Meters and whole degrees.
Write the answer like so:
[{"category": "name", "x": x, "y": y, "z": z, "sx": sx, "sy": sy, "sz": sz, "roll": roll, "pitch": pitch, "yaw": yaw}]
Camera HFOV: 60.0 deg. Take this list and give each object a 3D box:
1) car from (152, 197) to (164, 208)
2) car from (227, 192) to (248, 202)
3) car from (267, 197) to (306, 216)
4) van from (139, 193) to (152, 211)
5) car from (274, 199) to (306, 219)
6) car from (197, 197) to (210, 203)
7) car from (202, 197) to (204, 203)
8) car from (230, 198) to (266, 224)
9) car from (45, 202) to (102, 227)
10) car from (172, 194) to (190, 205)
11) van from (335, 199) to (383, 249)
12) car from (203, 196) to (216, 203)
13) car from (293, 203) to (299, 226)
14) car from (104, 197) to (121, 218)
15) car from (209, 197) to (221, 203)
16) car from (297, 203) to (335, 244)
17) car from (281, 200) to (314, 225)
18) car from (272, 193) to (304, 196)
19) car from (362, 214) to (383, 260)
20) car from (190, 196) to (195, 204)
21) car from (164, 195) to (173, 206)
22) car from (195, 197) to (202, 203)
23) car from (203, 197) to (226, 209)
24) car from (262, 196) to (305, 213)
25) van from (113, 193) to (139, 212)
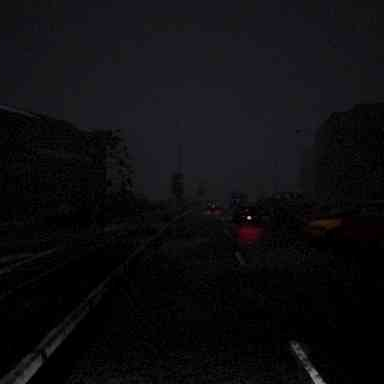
[{"category": "car", "x": -5.640, "y": 1.407, "z": 44.837, "sx": 2.002, "sy": 1.452, "sz": 4.674, "roll": 0, "pitch": 0, "yaw": 9}, {"category": "car", "x": 5.945, "y": 1.078, "z": 42.332, "sx": 2.150, "sy": 2.045, "sz": 5.566, "roll": 0, "pitch": 0, "yaw": 9}, {"category": "car", "x": 8.732, "y": 1.396, "z": 25.997, "sx": 4.892, "sy": 1.521, "sz": 2.231, "roll": 0, "pitch": 0, "yaw": 5}, {"category": "van", "x": -6.470, "y": 1.136, "z": 39.227, "sx": 1.878, "sy": 1.987, "sz": 4.442, "roll": 0, "pitch": 0, "yaw": 8}, {"category": "car", "x": 8.552, "y": 1.443, "z": 23.270, "sx": 4.792, "sy": 1.488, "sz": 2.163, "roll": 0, "pitch": 0, "yaw": 5}, {"category": "car", "x": 2.938, "y": 2.019, "z": 82.610, "sx": 2.163, "sy": 1.488, "sz": 4.792, "roll": 0, "pitch": -2, "yaw": 18}, {"category": "car", "x": 1.374, "y": 1.896, "z": 77.317, "sx": 2.002, "sy": 1.452, "sz": 4.674, "roll": 0, "pitch": -1, "yaw": 16}, {"category": "car", "x": 3.953, "y": 1.437, "z": 24.350, "sx": 1.837, "sy": 1.490, "sz": 4.892, "roll": 0, "pitch": 0, "yaw": 4}, {"category": "car", "x": -8.151, "y": 1.437, "z": 22.824, "sx": 2.097, "sy": 1.535, "sz": 5.008, "roll": 0, "pitch": 0, "yaw": 5}, {"category": "car", "x": -2.658, "y": 1.263, "z": 61.157, "sx": 2.435, "sy": 2.045, "sz": 5.566, "roll": 0, "pitch": -1, "yaw": 13}, {"category": "van", "x": 8.060, "y": 1.241, "z": 12.363, "sx": 4.442, "sy": 1.987, "sz": 1.878, "roll": 0, "pitch": 0, "yaw": 2}, {"category": "car", "x": 4.665, "y": 2.002, "z": 88.073, "sx": 2.185, "sy": 1.767, "sz": 4.553, "roll": 0, "pitch": -2, "yaw": 19}, {"category": "car", "x": 8.180, "y": 1.484, "z": 17.824, "sx": 4.674, "sy": 1.452, "sz": 2.002, "roll": 0, "pitch": 0, "yaw": 3}, {"category": "car", "x": -7.706, "y": 1.439, "z": 28.299, "sx": 2.163, "sy": 1.488, "sz": 4.792, "roll": 0, "pitch": 0, "yaw": 6}, {"category": "car", "x": 6.455, "y": 2.260, "z": 93.295, "sx": 2.097, "sy": 1.535, "sz": 5.008, "roll": 0, "pitch": -2, "yaw": 20}, {"category": "car", "x": 7.861, "y": 1.453, "z": 15.106, "sx": 5.366, "sy": 1.575, "sz": 1.946, "roll": 0, "pitch": 0, "yaw": 3}, {"category": "car", "x": 8.308, "y": 1.459, "z": 20.552, "sx": 4.792, "sy": 1.488, "sz": 2.163, "roll": 0, "pitch": 0, "yaw": 4}, {"category": "car", "x": 9.875, "y": 1.076, "z": 36.990, "sx": 5.566, "sy": 2.045, "sz": 2.435, "roll": 0, "pitch": 0, "yaw": 8}, {"category": "car", "x": 7.865, "y": 1.515, "z": 9.655, "sx": 4.674, "sy": 1.452, "sz": 2.002, "roll": 0, "pitch": 0, "yaw": 2}, {"category": "car", "x": -1.406, "y": 1.484, "z": 66.622, "sx": 2.185, "sy": 1.767, "sz": 4.553, "roll": 0, "pitch": -1, "yaw": 14}, {"category": "car", "x": -4.747, "y": 1.434, "z": 50.307, "sx": 2.002, "sy": 1.452, "sz": 4.674, "roll": 0, "pitch": -1, "yaw": 10}, {"category": "car", "x": -0.049, "y": 1.727, "z": 72.089, "sx": 2.231, "sy": 1.521, "sz": 4.892, "roll": 0, "pitch": -1, "yaw": 15}, {"category": "car", "x": 2.936, "y": 1.466, "z": 42.404, "sx": 1.895, "sy": 1.301, "sz": 4.718, "roll": 0, "pitch": 0, "yaw": 8}, {"category": "car", "x": 9.236, "y": 1.383, "z": 31.563, "sx": 4.792, "sy": 1.488, "sz": 2.163, "roll": 0, "pitch": 0, "yaw": 7}, {"category": "van", "x": -7.142, "y": 1.153, "z": 33.729, "sx": 1.878, "sy": 1.987, "sz": 4.442, "roll": 0, "pitch": 0, "yaw": 7}]
